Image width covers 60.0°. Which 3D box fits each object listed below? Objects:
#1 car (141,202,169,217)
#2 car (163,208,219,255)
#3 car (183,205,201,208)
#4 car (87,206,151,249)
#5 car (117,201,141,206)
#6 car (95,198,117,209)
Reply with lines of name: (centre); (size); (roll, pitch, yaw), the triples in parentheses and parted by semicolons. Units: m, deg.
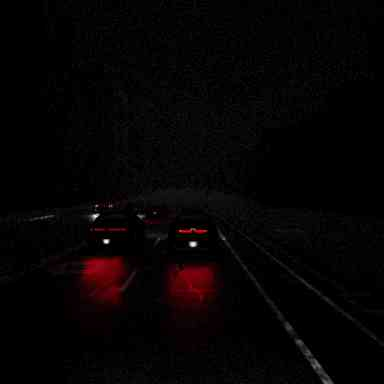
car: (-3.213, 1.667, 31.298); (1.882, 1.535, 5.008); (0, 0, 0)
car: (0.047, 1.582, 13.691); (1.837, 1.490, 4.892); (0, -2, 0)
car: (0.026, 1.777, 28.364); (1.895, 1.301, 4.718); (0, 0, 0)
car: (-3.198, 1.596, 14.886); (1.837, 1.490, 4.892); (0, 0, 0)
car: (-6.652, 1.763, 37.803); (2.033, 1.411, 5.357); (0, 0, 0)
car: (-9.900, 1.570, 39.122); (2.097, 1.767, 4.553); (0, 0, 0)
